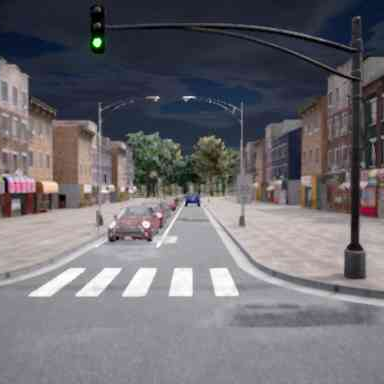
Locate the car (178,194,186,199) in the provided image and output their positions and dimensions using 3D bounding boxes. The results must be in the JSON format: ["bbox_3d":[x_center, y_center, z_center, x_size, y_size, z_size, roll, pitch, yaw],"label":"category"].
[{"bbox_3d":[-2.679,1.295,91.856,1.947,1.339,4.313,-1,0,0],"label":"car"}]

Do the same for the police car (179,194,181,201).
[{"bbox_3d":[-3.026,1.260,48.497,1.930,1.638,5.238,0,0,0],"label":"police car"}]

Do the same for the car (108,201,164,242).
[{"bbox_3d":[-2.652,1.378,15.769,1.967,1.590,4.097,-1,0,0],"label":"car"}]

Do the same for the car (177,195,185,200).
[{"bbox_3d":[-2.675,1.335,80.987,1.802,1.307,4.206,-1,0,0],"label":"car"}]

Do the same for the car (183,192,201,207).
[{"bbox_3d":[0.090,1.055,49.058,2.150,2.045,5.566,0,0,-1],"label":"car"}]

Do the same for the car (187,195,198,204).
[{"bbox_3d":[0.076,1.308,60.236,1.837,1.490,4.892,0,0,0],"label":"car"}]

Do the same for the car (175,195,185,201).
[{"bbox_3d":[-2.673,1.332,75.552,1.947,1.339,4.313,-1,0,0],"label":"car"}]

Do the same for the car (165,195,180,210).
[{"bbox_3d":[-2.659,1.411,37.508,1.887,1.381,4.507,-1,0,0],"label":"car"}]

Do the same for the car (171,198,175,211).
[{"bbox_3d":[-2.655,1.466,26.639,1.947,1.339,4.313,-1,0,0],"label":"car"}]

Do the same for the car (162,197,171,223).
[{"bbox_3d":[-2.654,1.359,21.204,1.967,1.590,4.097,-1,0,0],"label":"car"}]
